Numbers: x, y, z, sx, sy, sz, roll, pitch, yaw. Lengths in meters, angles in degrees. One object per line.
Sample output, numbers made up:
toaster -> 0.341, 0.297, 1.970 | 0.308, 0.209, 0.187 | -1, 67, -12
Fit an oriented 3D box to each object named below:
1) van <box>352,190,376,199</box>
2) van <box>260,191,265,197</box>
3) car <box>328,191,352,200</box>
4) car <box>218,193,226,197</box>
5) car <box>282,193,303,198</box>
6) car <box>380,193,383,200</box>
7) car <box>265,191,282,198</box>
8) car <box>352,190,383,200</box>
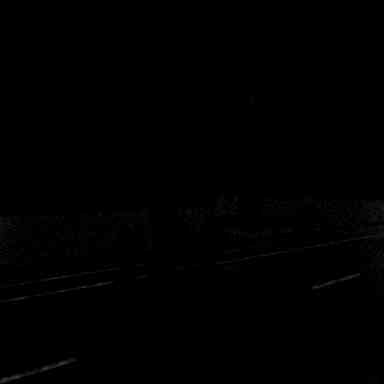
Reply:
van -> 34.888, 0.546, 67.361 | 1.690, 1.788, 3.998 | -1, 0, -36
van -> 18.393, 0.543, 90.465 | 1.690, 1.788, 3.998 | -1, 0, -36
car -> 27.952, 0.861, 62.408 | 1.802, 1.307, 4.206 | -1, 0, -36
car -> 8.159, 0.826, 90.131 | 2.008, 1.369, 4.403 | -1, 0, -36
car -> 24.993, 0.783, 81.224 | 1.802, 1.307, 4.206 | -1, 0, -36
car -> 38.188, 0.791, 62.742 | 1.802, 1.307, 4.206 | -1, 0, -36
car -> 21.694, 0.783, 85.845 | 1.802, 1.307, 4.206 | -1, 0, -36
car -> 31.250, 0.598, 57.785 | 2.192, 1.841, 5.009 | -1, 0, -36
